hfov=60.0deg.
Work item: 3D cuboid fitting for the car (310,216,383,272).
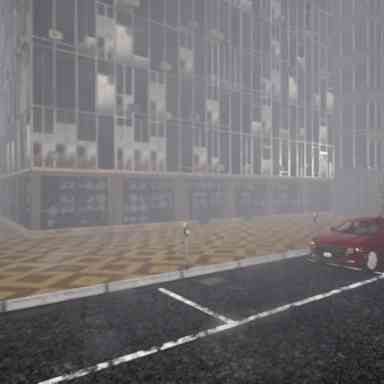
[{"bbox_3d":[5.594,1.481,10.548,4.507,1.381,1.887,0,0,-36],"label":"car"}]
